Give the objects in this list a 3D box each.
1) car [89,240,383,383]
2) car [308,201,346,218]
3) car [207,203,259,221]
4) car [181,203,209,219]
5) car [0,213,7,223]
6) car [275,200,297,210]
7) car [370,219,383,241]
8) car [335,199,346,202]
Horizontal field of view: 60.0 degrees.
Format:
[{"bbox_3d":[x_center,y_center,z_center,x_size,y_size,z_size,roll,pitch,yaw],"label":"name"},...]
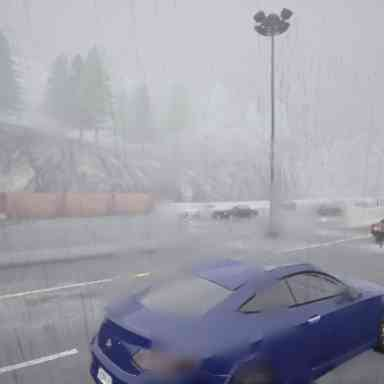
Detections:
[{"bbox_3d":[1.027,1.566,4.487,4.674,1.442,1.812,0,0,-37],"label":"car"},{"bbox_3d":[13.928,1.915,34.673,1.895,1.301,4.718,0,-1,44],"label":"car"},{"bbox_3d":[3.867,1.859,29.778,4.718,1.301,1.895,1,-1,-43],"label":"car"},{"bbox_3d":[1.081,1.798,31.998,4.674,1.442,1.812,1,-1,-42],"label":"car"},{"bbox_3d":[-15.598,1.772,22.989,4.718,1.301,1.895,0,-1,-36],"label":"car"},{"bbox_3d":[14.396,1.929,50.839,1.882,1.535,5.008,0,-1,40],"label":"car"},{"bbox_3d":[10.780,1.758,16.616,4.718,1.301,1.895,1,-1,-42],"label":"car"},{"bbox_3d":[27.716,2.090,62.589,2.128,1.511,4.902,0,0,35],"label":"car"}]
